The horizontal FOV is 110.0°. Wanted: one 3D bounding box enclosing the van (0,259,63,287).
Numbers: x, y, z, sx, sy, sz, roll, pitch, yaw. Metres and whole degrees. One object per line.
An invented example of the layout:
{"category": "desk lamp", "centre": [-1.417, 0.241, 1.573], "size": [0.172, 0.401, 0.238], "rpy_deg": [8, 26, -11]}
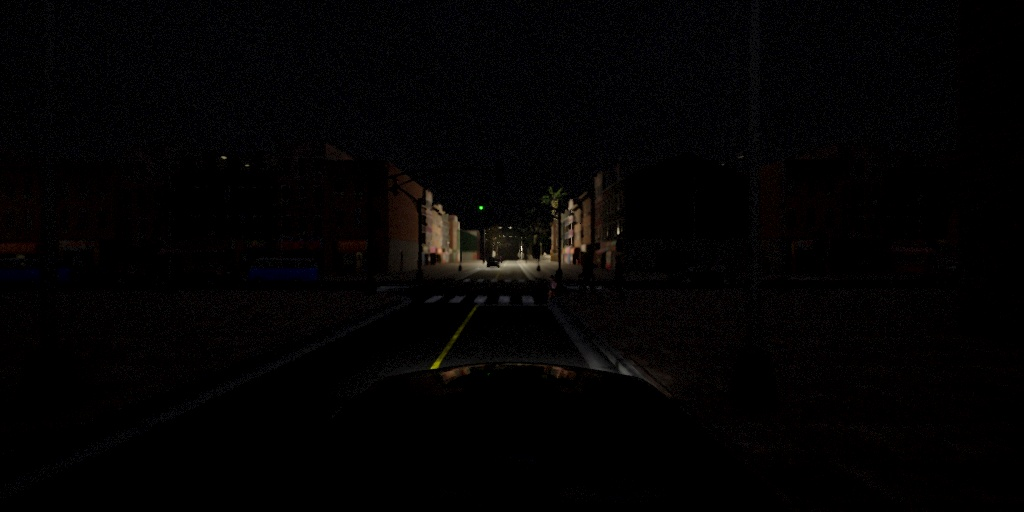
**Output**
{"category": "van", "centre": [-31.168, 1.062, 23.110], "size": [3.998, 1.789, 1.690], "rpy_deg": [0, 0, 0]}

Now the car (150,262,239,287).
{"category": "car", "centre": [-20.217, 1.129, 23.163], "size": [4.097, 1.591, 1.967], "rpy_deg": [0, 0, 0]}

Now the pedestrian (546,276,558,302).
{"category": "pedestrian", "centre": [1.697, 1.314, 14.844], "size": [0.500, 1.100, 0.500], "rpy_deg": [0, 0, 0]}

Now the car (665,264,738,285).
{"category": "car", "centre": [12.260, 1.159, 23.317], "size": [4.403, 1.370, 2.007], "rpy_deg": [0, 0, 0]}

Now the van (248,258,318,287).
{"category": "van", "centre": [-14.742, 1.015, 23.189], "size": [3.998, 1.789, 1.690], "rpy_deg": [0, 0, 0]}

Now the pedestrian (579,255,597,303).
{"category": "pedestrian", "centre": [2.888, 0.831, 13.642], "size": [0.375, 1.860, 0.375], "rpy_deg": [0, 0, 0]}

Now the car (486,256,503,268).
{"category": "car", "centre": [-2.806, 1.025, 53.765], "size": [1.837, 1.490, 4.892], "rpy_deg": [0, 0, 0]}

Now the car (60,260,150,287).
{"category": "car", "centre": [-25.692, 1.144, 23.137], "size": [4.097, 1.591, 1.967], "rpy_deg": [0, 0, 0]}

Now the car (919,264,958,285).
{"category": "car", "centre": [29.296, 1.166, 23.398], "size": [4.207, 1.307, 1.802], "rpy_deg": [0, 0, 0]}

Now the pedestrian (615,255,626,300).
{"category": "pedestrian", "centre": [4.261, 0.824, 14.242], "size": [0.375, 1.860, 0.375], "rpy_deg": [0, 0, 0]}
